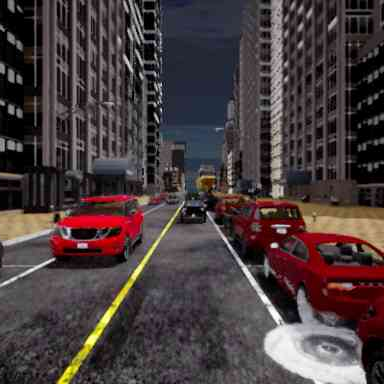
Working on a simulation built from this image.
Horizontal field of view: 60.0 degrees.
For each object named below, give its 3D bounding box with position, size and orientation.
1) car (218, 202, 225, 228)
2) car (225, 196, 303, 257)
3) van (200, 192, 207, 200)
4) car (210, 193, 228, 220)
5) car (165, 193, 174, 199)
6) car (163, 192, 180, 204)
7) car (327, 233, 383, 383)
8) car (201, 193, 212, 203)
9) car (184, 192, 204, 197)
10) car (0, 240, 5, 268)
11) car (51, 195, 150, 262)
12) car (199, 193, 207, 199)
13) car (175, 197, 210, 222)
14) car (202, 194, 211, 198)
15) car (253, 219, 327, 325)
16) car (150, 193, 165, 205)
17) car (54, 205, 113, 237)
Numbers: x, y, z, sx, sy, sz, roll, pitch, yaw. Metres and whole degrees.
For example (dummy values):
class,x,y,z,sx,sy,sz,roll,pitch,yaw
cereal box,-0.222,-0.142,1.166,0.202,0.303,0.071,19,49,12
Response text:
class,x,y,z,sx,sy,sz,roll,pitch,yaw
car,2.698,1.467,17.981,1.947,1.339,4.313,0,0,0
car,2.698,1.246,12.440,2.192,1.841,5.009,0,0,0
van,2.712,0.901,78.910,1.690,1.788,3.998,0,0,0
car,2.701,1.185,23.518,2.192,1.841,5.009,0,0,0
car,-5.668,1.073,84.452,1.887,1.381,4.507,0,0,0
car,-3.043,1.056,53.307,2.097,1.767,4.553,0,0,0
car,2.695,1.307,1.361,2.192,1.841,5.009,0,0,0
car,2.708,1.094,62.293,1.967,1.590,4.097,0,0,0
car,0.111,0.963,46.451,2.150,2.045,5.566,0,0,0
car,-5.685,1.512,6.902,2.008,1.369,4.403,0,0,0
car,-3.098,1.154,12.171,2.150,2.045,5.566,0,0,0
car,2.713,0.969,84.450,1.967,1.590,4.097,0,0,0
car,0.106,1.355,24.769,2.128,1.511,4.902,0,0,0
car,2.369,1.275,36.540,1.882,1.535,5.008,0,0,0
car,2.695,1.506,6.901,1.887,1.381,4.507,0,0,0
car,-5.675,1.298,51.217,1.802,1.307,4.206,0,0,0
car,-5.682,1.482,17.982,1.802,1.307,4.206,0,0,0
